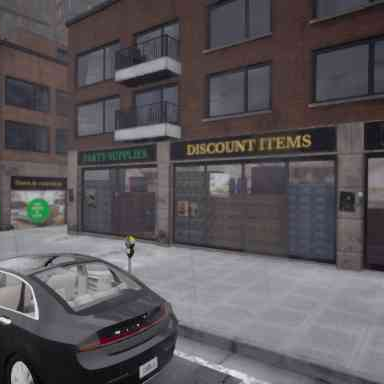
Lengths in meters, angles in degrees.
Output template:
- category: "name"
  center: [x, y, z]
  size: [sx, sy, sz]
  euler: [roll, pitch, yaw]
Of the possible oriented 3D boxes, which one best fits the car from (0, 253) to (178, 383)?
- category: "car"
  center: [-2.215, 1.550, 4.664]
  size: [4.403, 1.369, 2.008]
  euler: [0, 1, 36]
